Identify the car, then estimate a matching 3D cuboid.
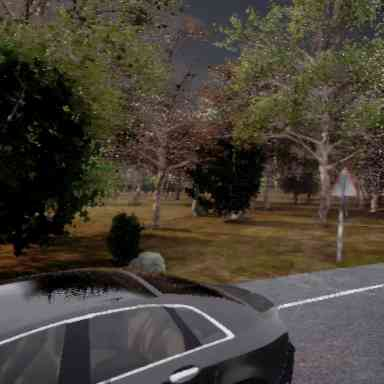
[{"bbox_3d":[-1.300,1.484,2.496,4.892,1.490,1.837,0,0,-34],"label":"car"}]
